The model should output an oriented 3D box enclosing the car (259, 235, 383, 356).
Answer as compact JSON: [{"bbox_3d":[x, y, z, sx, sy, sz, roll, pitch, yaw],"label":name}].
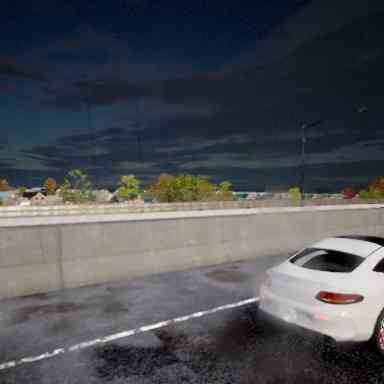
[{"bbox_3d":[3.231,1.524,6.024,4.674,1.442,1.812,0,0,-35],"label":"car"}]
